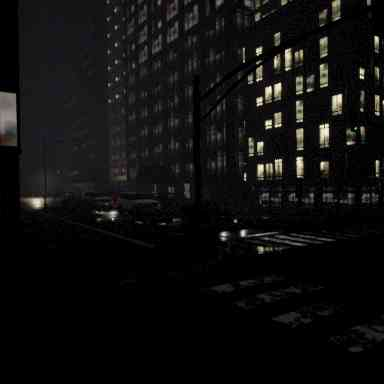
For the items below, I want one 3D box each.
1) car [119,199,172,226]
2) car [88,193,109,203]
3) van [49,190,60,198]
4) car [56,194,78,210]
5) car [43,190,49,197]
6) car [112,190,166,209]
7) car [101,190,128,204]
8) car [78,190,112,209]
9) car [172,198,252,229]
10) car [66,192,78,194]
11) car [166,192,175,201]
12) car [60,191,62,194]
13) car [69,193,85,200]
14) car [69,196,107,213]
[{"bbox_3d":[-2.910,1.455,22.378,2.008,1.369,4.403,-1,1,-35],"label":"car"},{"bbox_3d":[-15.950,0.919,56.806,1.882,1.535,5.008,-1,1,-35],"label":"car"},{"bbox_3d":[-32.463,0.530,79.996,1.690,1.788,3.998,-1,1,-35],"label":"van"},{"bbox_3d":[-13.739,1.289,38.047,2.008,1.369,4.403,-1,1,-35],"label":"car"},{"bbox_3d":[-35.663,0.688,84.644,2.008,1.369,4.403,-1,1,-35],"label":"car"},{"bbox_3d":[-4.861,1.021,29.704,2.150,2.045,5.566,-1,1,-35],"label":"car"},{"bbox_3d":[-12.026,0.733,51.043,2.150,2.045,5.566,-1,1,-35],"label":"car"},{"bbox_3d":[-10.930,0.927,38.535,2.150,2.045,5.566,-1,1,-35],"label":"car"},{"bbox_3d":[1.099,1.382,21.057,2.128,1.511,4.902,-1,1,-35],"label":"car"},{"bbox_3d":[-19.329,1.082,56.180,1.895,1.301,4.718,-1,1,-35],"label":"car"},{"bbox_3d":[-3.661,0.963,38.185,2.192,1.841,5.009,-1,1,-35],"label":"car"},{"bbox_3d":[-26.062,0.733,70.706,1.967,1.590,4.097,-1,1,-35],"label":"car"},{"bbox_3d":[-22.862,0.889,66.062,1.887,1.381,4.507,-1,1,-35],"label":"car"},{"bbox_3d":[-10.537,1.354,33.401,1.947,1.339,4.313,-1,1,-35],"label":"car"}]
